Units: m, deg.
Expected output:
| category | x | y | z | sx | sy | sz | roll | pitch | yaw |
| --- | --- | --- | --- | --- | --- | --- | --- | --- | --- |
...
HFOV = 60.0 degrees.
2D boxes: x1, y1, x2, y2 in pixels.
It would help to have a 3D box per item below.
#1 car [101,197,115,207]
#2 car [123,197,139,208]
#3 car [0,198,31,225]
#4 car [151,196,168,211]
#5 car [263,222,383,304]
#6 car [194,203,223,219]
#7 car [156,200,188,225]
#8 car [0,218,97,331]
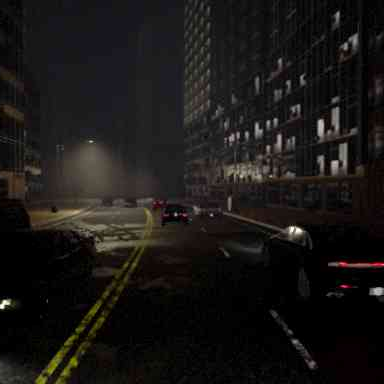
| category | x | y | z | sx | sy | sz | roll | pitch | yaw |
| --- | --- | --- | --- | --- | --- | --- | --- | --- | --- |
| car | -12.969 | 1.508 | 51.348 | 1.837 | 1.490 | 4.892 | 0 | 1 | -14 |
| car | -8.924 | 1.496 | 48.286 | 1.837 | 1.490 | 4.892 | 0 | 0 | -13 |
| car | -6.936 | 1.237 | 10.199 | 2.150 | 2.045 | 5.566 | 0 | 0 | -3 |
| car | -3.998 | 1.337 | 41.352 | 2.097 | 1.767 | 4.553 | 0 | 0 | -11 |
| car | 3.099 | 1.488 | 8.123 | 2.128 | 1.511 | 4.902 | 0 | 0 | -2 |
| car | 1.298 | 1.585 | 29.144 | 1.895 | 1.301 | 4.718 | 0 | 0 | -7 |
| car | -1.343 | 1.545 | 24.110 | 2.033 | 1.411 | 5.357 | 0 | 0 | -6 |
| car | -3.545 | 1.555 | 7.392 | 2.033 | 1.411 | 5.357 | 0 | 0 | -2 |
